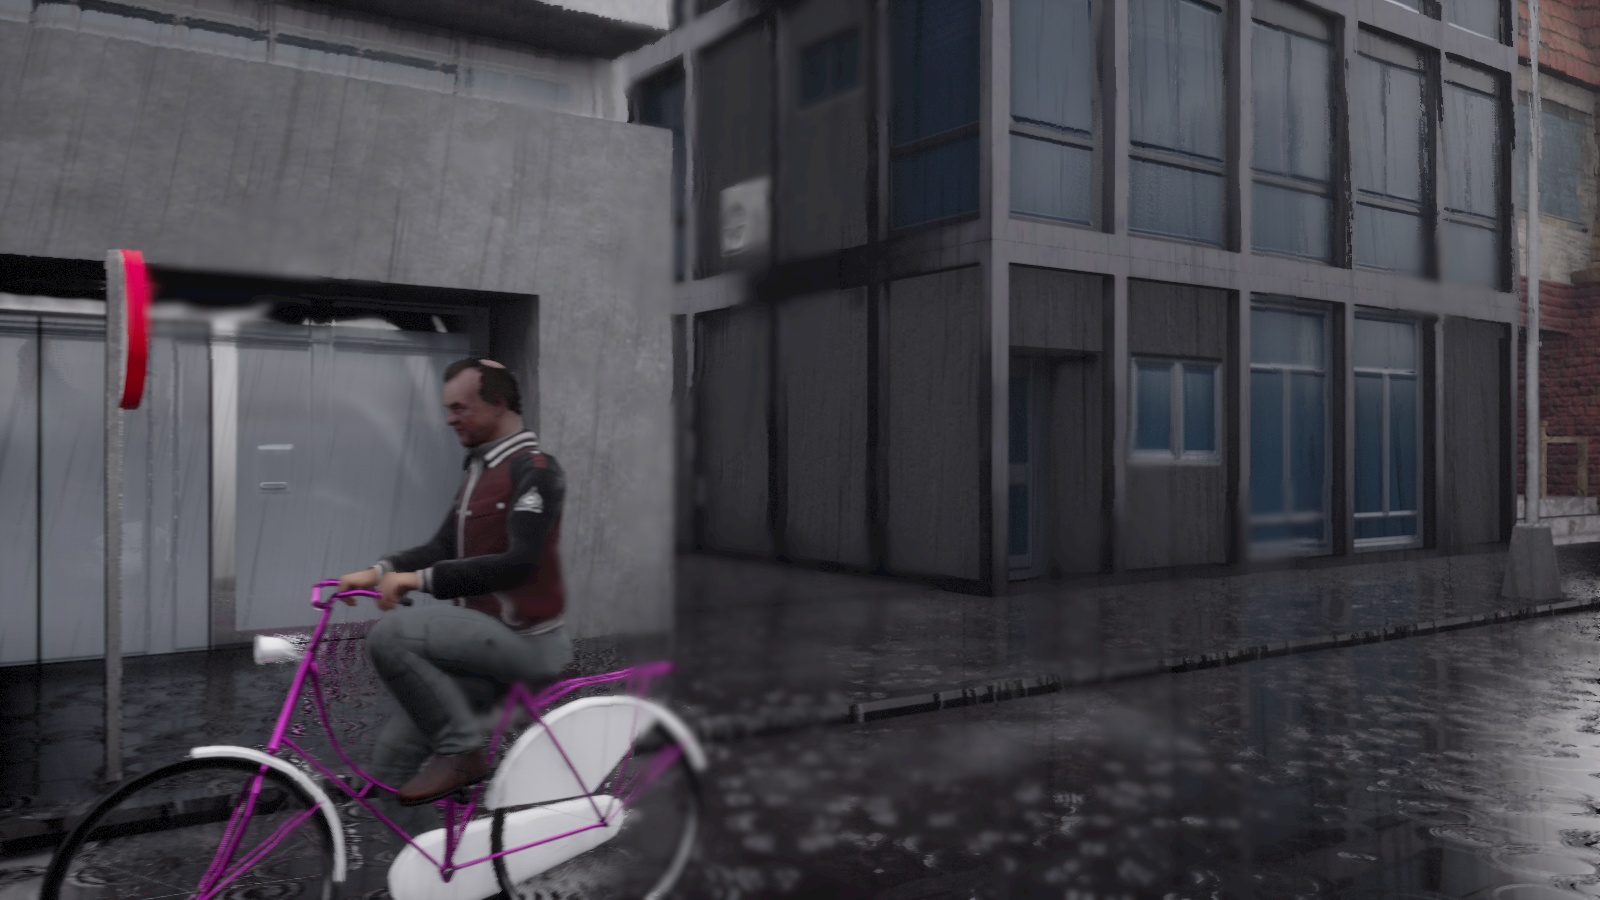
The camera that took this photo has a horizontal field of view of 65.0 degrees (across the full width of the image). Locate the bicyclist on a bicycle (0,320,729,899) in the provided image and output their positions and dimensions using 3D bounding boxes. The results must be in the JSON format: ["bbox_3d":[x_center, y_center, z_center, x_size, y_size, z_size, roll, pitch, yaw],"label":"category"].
[{"bbox_3d":[-1.165,0.624,3.459,1.843,1.776,0.659,1,-1,-35],"label":"bicyclist on a bicycle"}]
